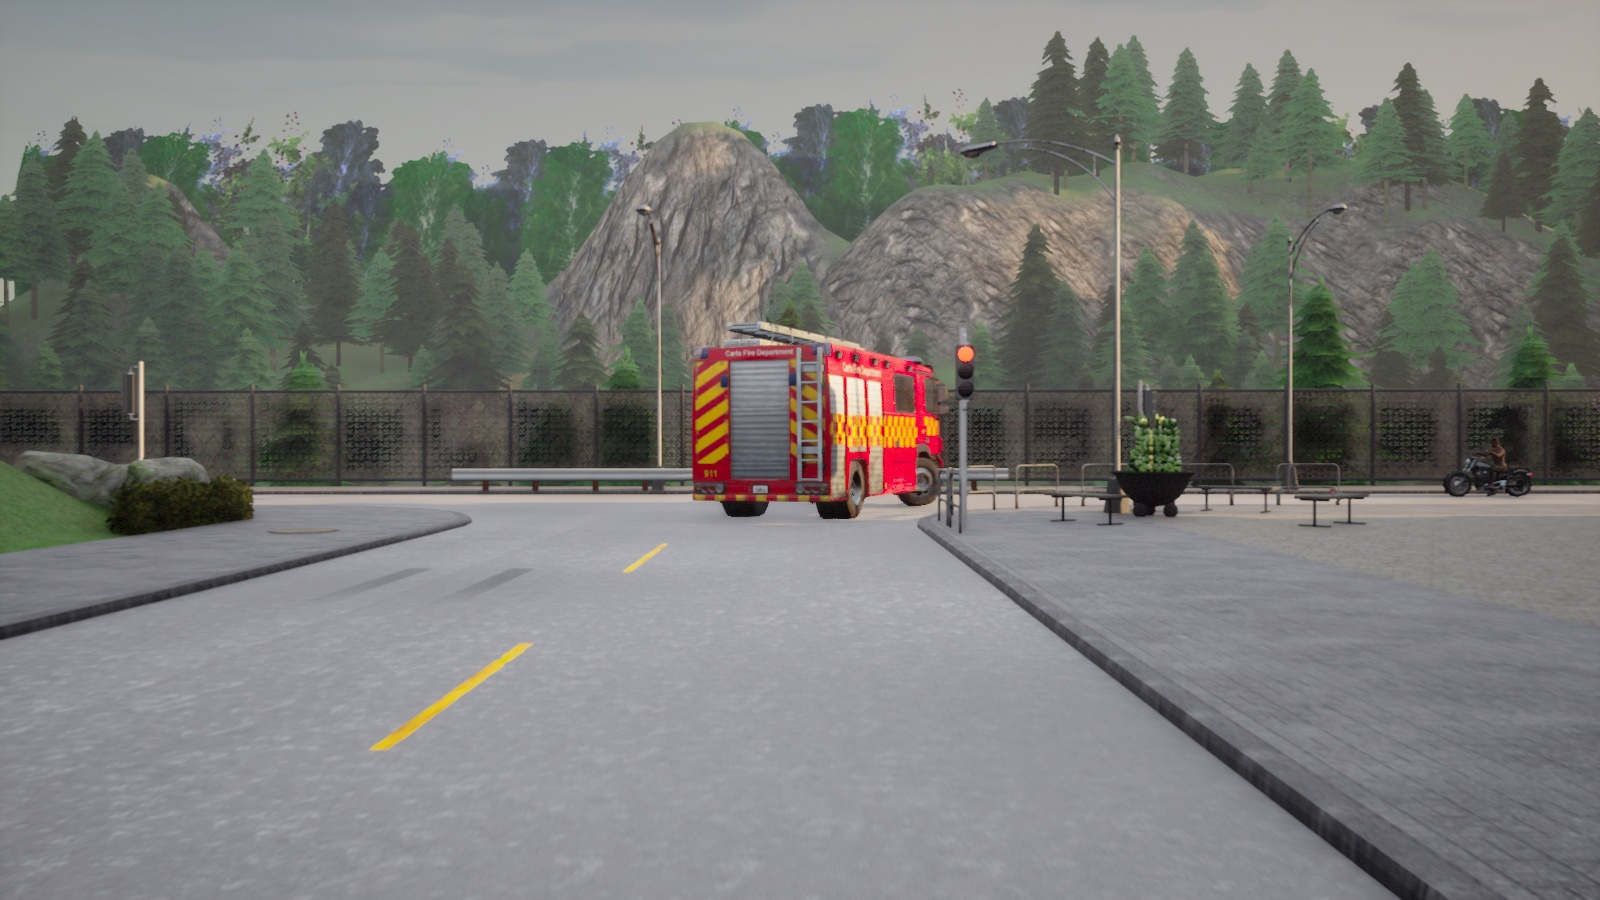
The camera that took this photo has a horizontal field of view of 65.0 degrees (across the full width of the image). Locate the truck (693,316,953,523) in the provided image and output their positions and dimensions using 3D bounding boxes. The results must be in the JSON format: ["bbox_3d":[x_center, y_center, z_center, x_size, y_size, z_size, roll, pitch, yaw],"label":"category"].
[{"bbox_3d":[0.862,-0.574,27.653,2.891,3.827,8.468,0,0,22],"label":"truck"}]

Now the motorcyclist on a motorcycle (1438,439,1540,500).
[{"bbox_3d":[18.714,0.520,34.117,2.350,1.649,0.766,0,0,0],"label":"motorcyclist on a motorcycle"}]
